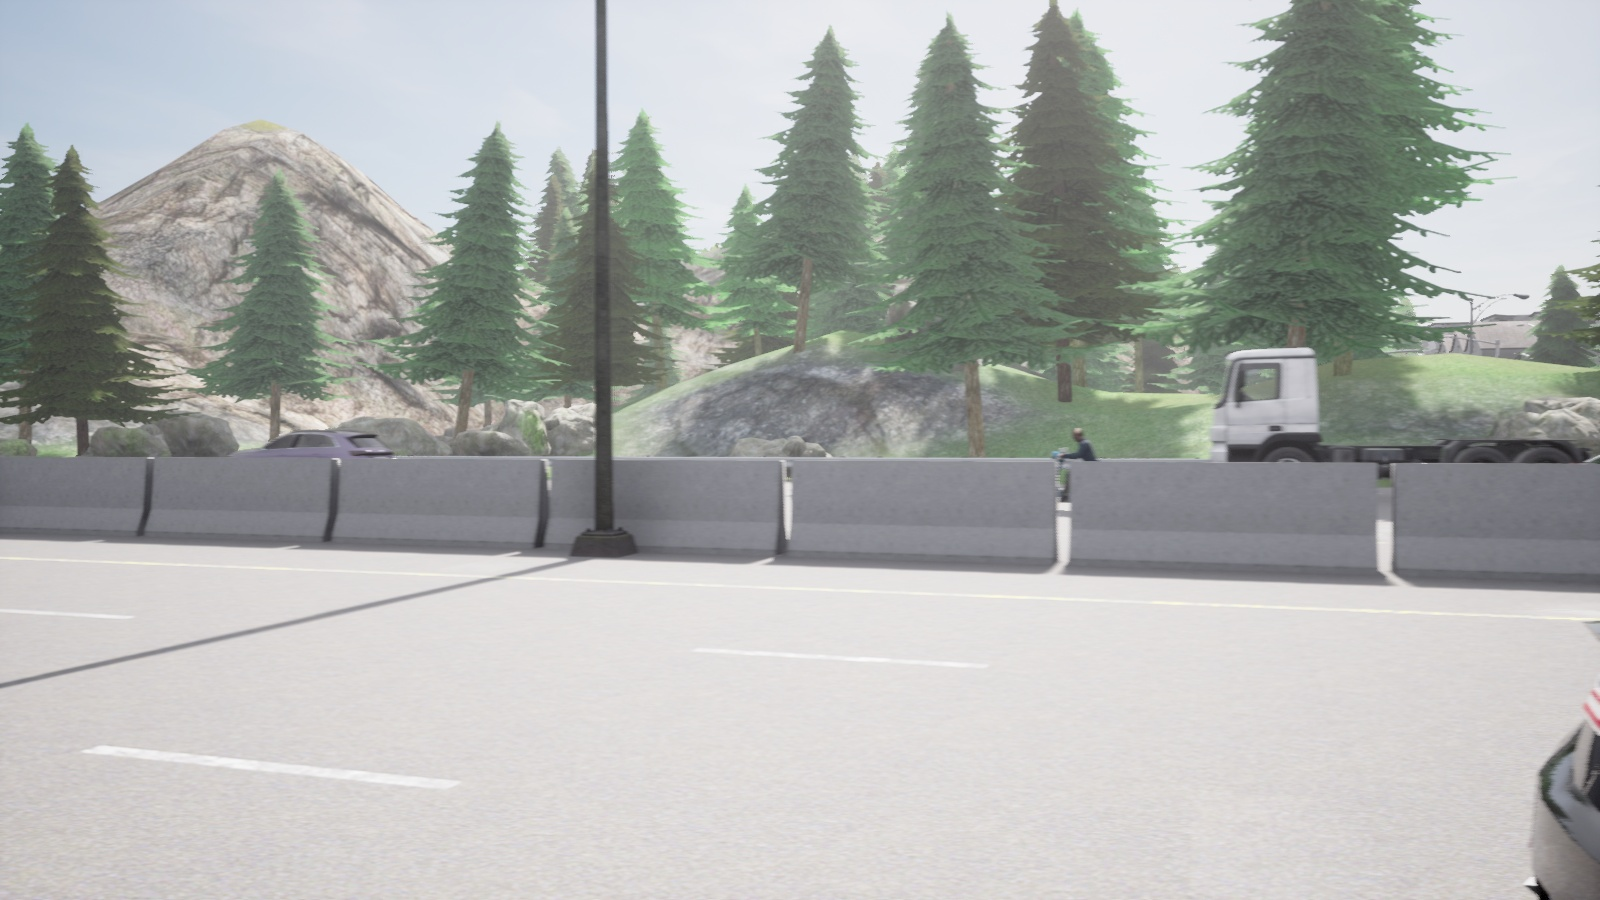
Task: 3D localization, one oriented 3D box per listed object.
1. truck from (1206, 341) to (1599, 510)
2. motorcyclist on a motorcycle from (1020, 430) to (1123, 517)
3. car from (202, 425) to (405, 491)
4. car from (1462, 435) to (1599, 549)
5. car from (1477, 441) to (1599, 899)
[{"bbox_3d":[13.327,-0.557,28.233,7.936,3.462,2.891,1,1,19],"label":"truck"},{"bbox_3d":[5.114,0.421,23.627,1.817,1.590,0.866,0,1,19],"label":"motorcyclist on a motorcycle"},{"bbox_3d":[-13.222,0.171,33.488,4.856,1.649,2.033,1,1,19],"label":"car"},{"bbox_3d":[12.216,0.569,17.545,5.008,1.535,1.882,0,1,19],"label":"car"},{"bbox_3d":[3.922,0.769,1.750,4.902,1.511,2.128,0,1,17],"label":"car"}]
